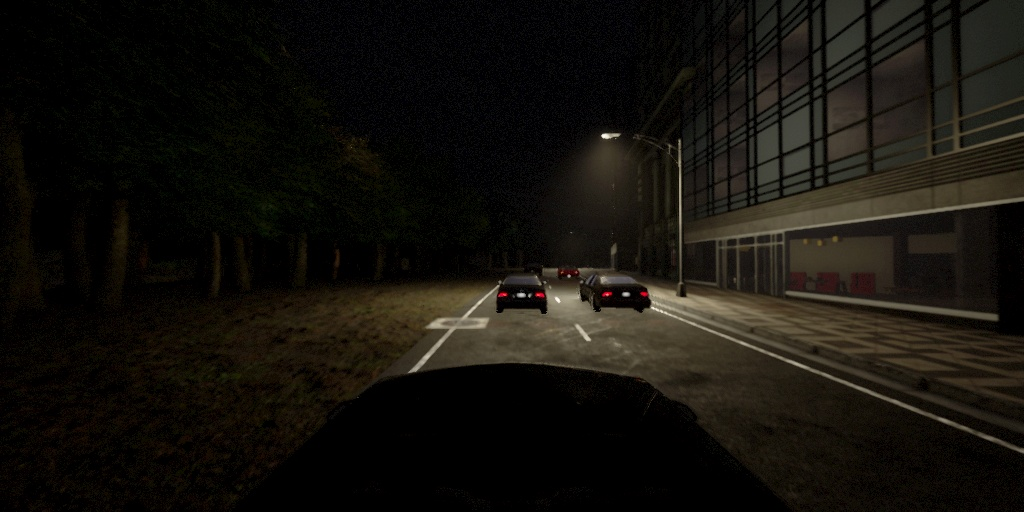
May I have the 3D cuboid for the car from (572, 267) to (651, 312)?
[{"bbox_3d":[3.907,1.339,14.454,2.033,1.411,5.357,0,0,2],"label":"car"}]

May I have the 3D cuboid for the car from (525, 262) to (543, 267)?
[{"bbox_3d":[2.412,1.455,39.809,1.882,1.535,5.008,0,-1,6],"label":"car"}]

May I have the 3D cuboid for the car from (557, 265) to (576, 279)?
[{"bbox_3d":[5.329,1.527,34.329,1.895,1.301,4.718,0,-1,6],"label":"car"}]

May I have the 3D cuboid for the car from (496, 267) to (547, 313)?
[{"bbox_3d":[0.405,1.335,14.181,2.033,1.411,5.357,0,0,2],"label":"car"}]
